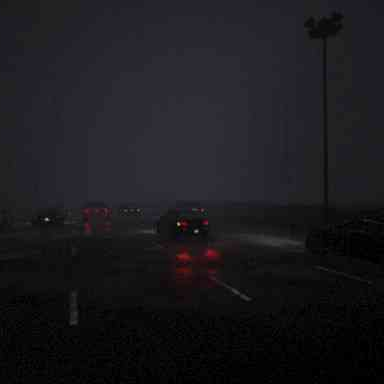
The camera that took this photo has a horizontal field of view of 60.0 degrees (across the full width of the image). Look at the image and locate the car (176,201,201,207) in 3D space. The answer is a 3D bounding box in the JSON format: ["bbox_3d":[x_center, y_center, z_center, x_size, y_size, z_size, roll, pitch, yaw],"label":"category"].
[{"bbox_3d":[-0.566,1.544,27.963,2.097,1.767,4.553,0,0,-20],"label":"car"}]

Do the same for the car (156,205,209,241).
[{"bbox_3d":[-0.586,1.648,17.584,1.812,1.442,4.674,0,0,-20],"label":"car"}]

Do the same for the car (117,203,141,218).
[{"bbox_3d":[-6.617,1.841,34.531,2.033,1.411,5.357,0,0,-20],"label":"car"}]

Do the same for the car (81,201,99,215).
[{"bbox_3d":[-12.521,1.869,40.681,1.882,1.535,5.008,0,0,-20],"label":"car"}]

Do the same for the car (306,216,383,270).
[{"bbox_3d":[5.662,1.506,10.456,2.128,1.511,4.902,0,0,-20],"label":"car"}]

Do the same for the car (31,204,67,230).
[{"bbox_3d":[-10.209,1.818,23.745,1.994,1.385,4.181,0,-1,-20],"label":"car"}]

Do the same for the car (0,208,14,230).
[{"bbox_3d":[-13.665,1.810,23.025,1.812,1.442,4.674,0,0,-20],"label":"car"}]

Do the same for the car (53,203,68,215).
[{"bbox_3d":[-15.055,1.958,37.374,1.994,1.385,4.181,0,0,-20],"label":"car"}]

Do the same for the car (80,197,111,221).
[{"bbox_3d":[-8.795,1.638,30.204,2.097,1.767,4.553,0,0,-20],"label":"car"}]
